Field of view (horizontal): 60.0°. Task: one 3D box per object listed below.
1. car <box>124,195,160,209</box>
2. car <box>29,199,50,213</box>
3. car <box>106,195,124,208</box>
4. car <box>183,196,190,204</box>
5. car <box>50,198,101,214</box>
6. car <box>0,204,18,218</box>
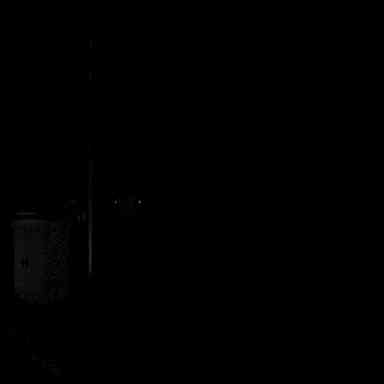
[{"bbox_3d":[-6.251,1.257,43.591,2.097,1.767,4.553,0,0,33],"label":"car"},{"bbox_3d":[-15.271,1.462,35.949,1.994,1.385,4.181,0,0,32],"label":"car"},{"bbox_3d":[-9.414,1.247,45.140,2.097,1.767,4.553,0,0,33],"label":"car"},{"bbox_3d":[-0.574,1.457,58.848,2.033,1.411,5.357,0,0,33],"label":"car"},{"bbox_3d":[-11.835,1.386,34.828,1.882,1.535,5.008,0,0,33],"label":"car"},{"bbox_3d":[-16.877,1.513,26.902,1.895,1.301,4.718,0,0,32],"label":"car"}]
